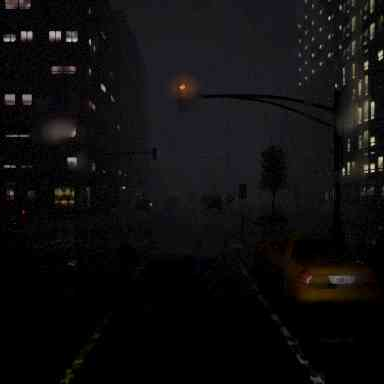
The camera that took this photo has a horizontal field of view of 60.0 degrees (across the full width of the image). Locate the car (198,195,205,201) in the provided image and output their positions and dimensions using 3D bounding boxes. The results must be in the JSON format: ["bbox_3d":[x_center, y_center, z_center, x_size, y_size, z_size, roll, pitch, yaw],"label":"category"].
[{"bbox_3d":[2.520,1.626,90.386,1.752,1.417,4.829,0,0,0],"label":"car"}]

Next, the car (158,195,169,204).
[{"bbox_3d":[-5.820,1.497,68.095,1.967,1.590,4.097,0,0,0],"label":"car"}]

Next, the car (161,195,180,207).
[{"bbox_3d":[-3.187,1.507,50.445,1.882,1.535,5.008,0,1,0],"label":"car"}]

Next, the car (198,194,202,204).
[{"bbox_3d":[2.570,1.362,62.583,2.192,1.841,5.009,0,0,0],"label":"car"}]

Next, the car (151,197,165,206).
[{"bbox_3d":[-5.799,1.589,57.041,2.008,1.369,4.403,0,0,0],"label":"car"}]

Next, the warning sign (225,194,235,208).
[{"bbox_3d":[4.992,1.136,43.738,1.300,1.860,1.060,0,0,0],"label":"warning sign"}]

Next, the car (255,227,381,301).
[{"bbox_3d":[2.672,1.526,8.234,1.752,1.417,4.829,0,0,0],"label":"car"}]

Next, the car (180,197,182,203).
[{"bbox_3d":[-3.130,1.660,69.059,1.895,1.301,4.718,0,0,0],"label":"car"}]

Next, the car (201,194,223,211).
[{"bbox_3d":[2.611,1.332,40.477,2.192,1.841,5.009,0,0,0],"label":"car"}]

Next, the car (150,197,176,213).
[{"bbox_3d":[-3.180,1.579,37.066,1.994,1.385,4.181,0,0,1],"label":"car"}]

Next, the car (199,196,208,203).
[{"bbox_3d":[2.551,1.612,73.637,1.887,1.381,4.507,0,0,0],"label":"car"}]

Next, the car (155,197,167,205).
[{"bbox_3d":[-5.809,1.592,62.567,1.887,1.381,4.507,0,0,0],"label":"car"}]

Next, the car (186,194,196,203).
[{"bbox_3d":[-0.128,1.607,69.248,2.033,1.411,5.357,0,0,0],"label":"car"}]

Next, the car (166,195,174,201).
[{"bbox_3d":[-5.859,1.625,90.031,1.752,1.417,4.829,0,0,0],"label":"car"}]

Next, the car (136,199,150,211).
[{"bbox_3d":[-5.767,1.568,40.461,2.008,1.369,4.403,0,0,0],"label":"car"}]

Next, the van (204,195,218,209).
[{"bbox_3d":[2.601,1.364,46.003,1.690,1.788,3.998,0,0,0],"label":"van"}]

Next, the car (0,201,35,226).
[{"bbox_3d":[-14.350,1.560,24.848,4.553,1.767,2.097,-1,0,-4],"label":"car"}]

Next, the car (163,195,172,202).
[{"bbox_3d":[-5.840,1.517,79.148,1.967,1.590,4.097,0,0,0],"label":"car"}]
